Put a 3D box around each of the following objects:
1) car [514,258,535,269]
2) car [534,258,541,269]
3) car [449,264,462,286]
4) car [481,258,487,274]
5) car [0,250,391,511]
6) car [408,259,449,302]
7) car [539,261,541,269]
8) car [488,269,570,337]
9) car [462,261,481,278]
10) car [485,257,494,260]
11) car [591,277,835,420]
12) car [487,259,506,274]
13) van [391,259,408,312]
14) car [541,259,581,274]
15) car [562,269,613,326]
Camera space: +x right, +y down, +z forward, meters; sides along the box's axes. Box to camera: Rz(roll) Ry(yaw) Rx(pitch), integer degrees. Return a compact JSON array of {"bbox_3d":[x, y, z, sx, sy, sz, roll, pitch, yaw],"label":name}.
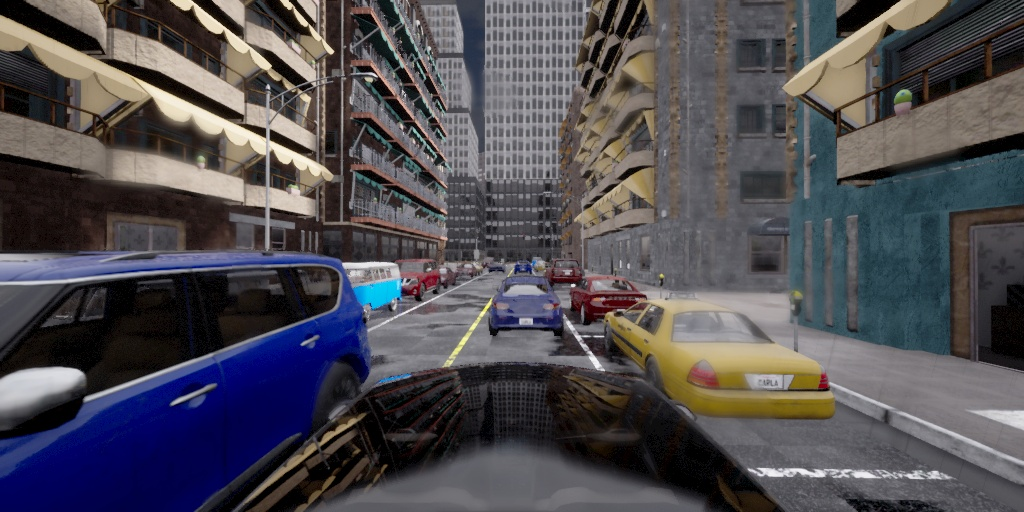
[{"bbox_3d":[1.232,1.242,39.925,1.882,1.535,5.008,0,0,2],"label":"car"},{"bbox_3d":[3.861,1.294,45.517,1.751,1.417,4.829,0,0,2],"label":"car"},{"bbox_3d":[-4.661,1.338,23.018,1.802,1.307,4.207,0,0,2],"label":"car"},{"bbox_3d":[-4.186,1.289,39.763,1.751,1.417,4.829,0,0,2],"label":"car"},{"bbox_3d":[-2.799,0.972,2.113,2.150,2.045,5.566,0,0,1],"label":"car"},{"bbox_3d":[-4.821,1.068,17.380,2.192,1.841,5.009,0,0,2],"label":"car"},{"bbox_3d":[3.381,1.284,28.603,1.751,1.417,4.829,0,0,2],"label":"car"},{"bbox_3d":[0.388,1.277,10.221,1.812,1.442,4.674,0,0,2],"label":"car"},{"bbox_3d":[-4.341,1.343,34.294,1.802,1.307,4.207,0,0,2],"label":"car"},{"bbox_3d":[-3.701,1.092,56.847,2.192,1.841,5.009,0,0,2],"label":"car"},{"bbox_3d":[2.741,1.276,6.051,1.751,1.417,4.829,0,0,2],"label":"car"},{"bbox_3d":[-1.669,1.366,41.382,1.895,1.301,4.718,0,0,2],"label":"car"},{"bbox_3d":[-4.981,1.093,11.742,1.690,1.789,3.998,0,0,2],"label":"van"},{"bbox_3d":[3.216,1.071,22.795,2.192,1.841,5.009,0,0,2],"label":"car"},{"bbox_3d":[2.896,1.297,11.519,1.888,1.381,4.507,0,0,2],"label":"car"}]
